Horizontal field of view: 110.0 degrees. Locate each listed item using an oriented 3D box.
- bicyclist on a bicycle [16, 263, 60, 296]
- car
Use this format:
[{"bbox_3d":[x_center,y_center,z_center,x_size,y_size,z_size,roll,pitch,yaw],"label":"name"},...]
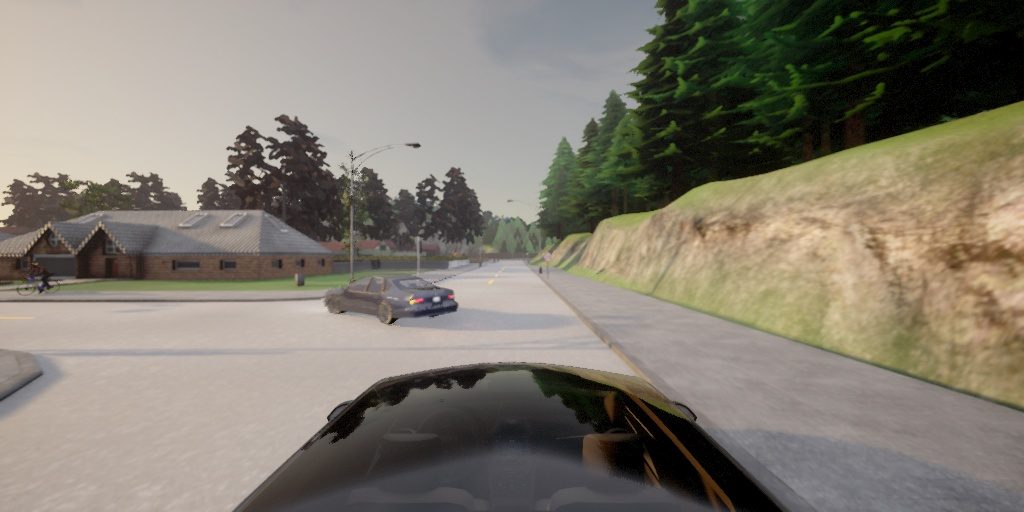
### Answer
[{"bbox_3d":[-23.948,1.154,18.151,0.582,1.620,1.656,0,0,1],"label":"bicyclist on a bicycle"},{"bbox_3d":[-4.168,1.297,11.859,5.357,1.411,2.033,0,0,38],"label":"car"}]
